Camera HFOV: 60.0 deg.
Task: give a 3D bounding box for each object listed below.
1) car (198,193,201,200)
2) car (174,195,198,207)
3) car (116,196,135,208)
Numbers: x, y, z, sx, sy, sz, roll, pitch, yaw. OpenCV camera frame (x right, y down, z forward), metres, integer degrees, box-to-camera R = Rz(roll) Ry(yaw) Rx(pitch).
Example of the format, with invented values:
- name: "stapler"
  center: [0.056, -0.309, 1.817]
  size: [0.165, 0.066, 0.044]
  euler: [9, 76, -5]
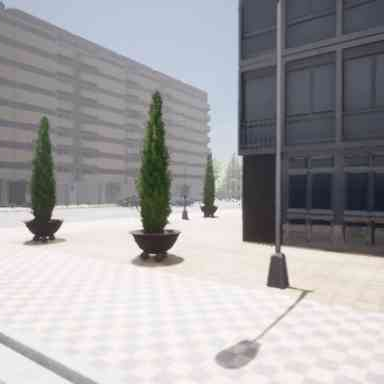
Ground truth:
- name: "car"
  center: [1.927, 0.838, 56.864]
  size: [2.097, 1.767, 4.553]
  euler: [0, 0, 36]
- name: "car"
  center: [-1.974, 1.331, 45.714]
  size: [2.033, 1.411, 5.357]
  euler: [0, 0, 36]
- name: "car"
  center: [-7.770, 1.268, 43.717]
  size: [1.837, 1.490, 4.892]
  euler: [0, 0, 36]
